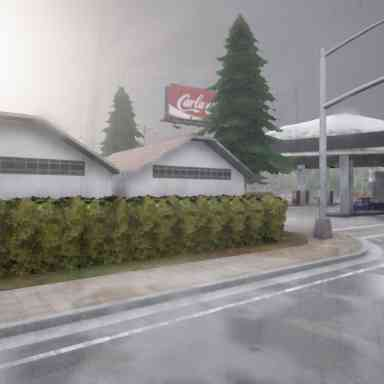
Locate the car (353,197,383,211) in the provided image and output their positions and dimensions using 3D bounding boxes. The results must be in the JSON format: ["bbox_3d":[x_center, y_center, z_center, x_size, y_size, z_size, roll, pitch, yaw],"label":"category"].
[{"bbox_3d":[21.050,1.474,39.515,4.611,1.667,2.242,0,0,-36],"label":"car"}]

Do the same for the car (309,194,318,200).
[{"bbox_3d":[32.077,1.319,89.017,2.152,1.636,5.027,0,0,-36],"label":"car"}]
